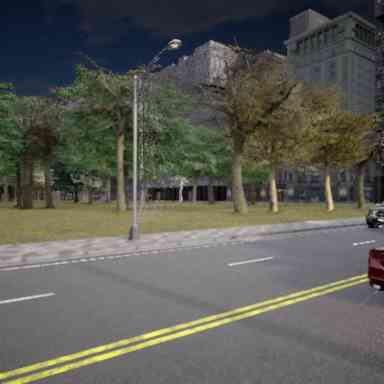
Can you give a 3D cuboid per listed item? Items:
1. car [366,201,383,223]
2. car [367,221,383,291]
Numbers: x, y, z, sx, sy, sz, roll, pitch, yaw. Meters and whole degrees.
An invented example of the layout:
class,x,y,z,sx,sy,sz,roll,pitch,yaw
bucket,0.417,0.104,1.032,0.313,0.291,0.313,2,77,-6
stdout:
class,x,y,z,sx,sy,sz,roll,pitch,yaw
car,13.396,1.321,21.220,5.566,2.045,2.150,0,0,-35
car,6.095,1.517,7.795,5.008,1.535,1.882,0,0,-36
